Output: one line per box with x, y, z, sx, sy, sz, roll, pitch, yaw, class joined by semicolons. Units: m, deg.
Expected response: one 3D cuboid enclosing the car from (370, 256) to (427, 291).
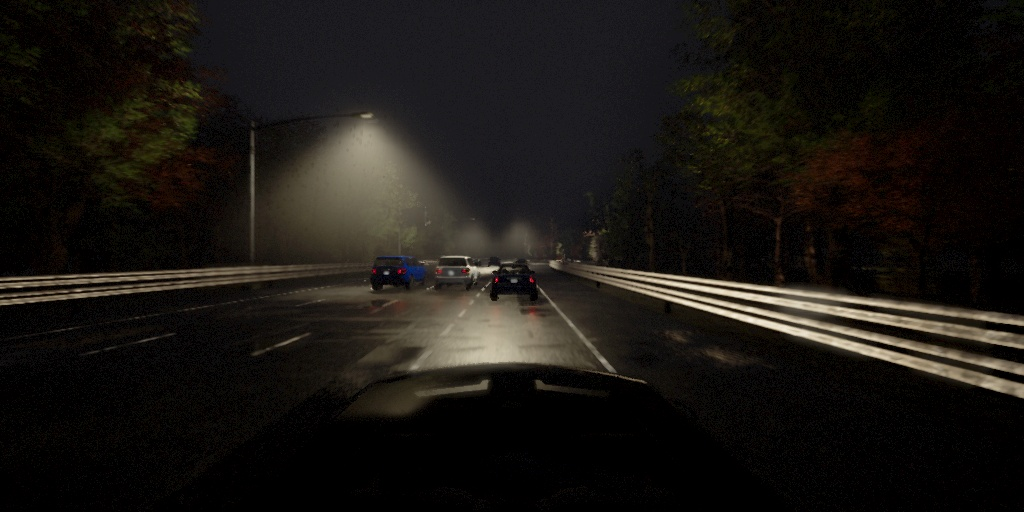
-6.909;1.025;22.417;2.150;2.045;5.566;0;0;0;car

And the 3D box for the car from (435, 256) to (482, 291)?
-3.407;1.026;22.818;2.150;2.045;5.566;0;0;0;car

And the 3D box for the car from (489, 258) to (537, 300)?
0.093;1.143;18.166;2.097;1.767;4.553;0;0;0;car
